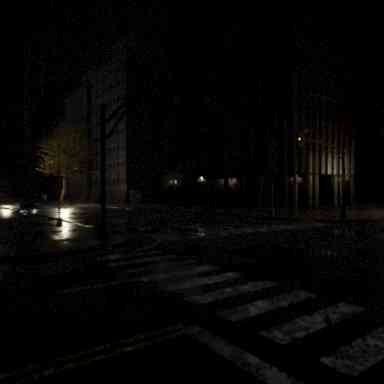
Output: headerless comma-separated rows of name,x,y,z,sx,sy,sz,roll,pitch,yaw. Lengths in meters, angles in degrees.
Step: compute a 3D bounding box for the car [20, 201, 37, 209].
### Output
car,-27.015,2.144,54.891,1.895,1.301,4.718,0,0,-36
